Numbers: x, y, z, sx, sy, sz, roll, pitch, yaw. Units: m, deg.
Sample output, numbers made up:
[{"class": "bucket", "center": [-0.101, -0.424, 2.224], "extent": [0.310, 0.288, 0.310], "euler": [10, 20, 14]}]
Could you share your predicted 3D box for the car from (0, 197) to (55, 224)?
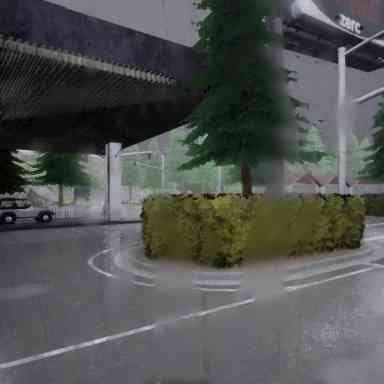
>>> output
[{"class": "car", "center": [-11.923, 1.313, 23.509], "extent": [3.866, 1.878, 1.905], "euler": [0, 0, -36]}]
